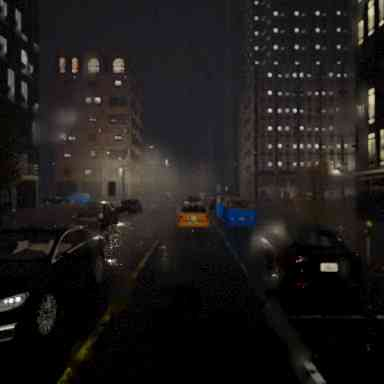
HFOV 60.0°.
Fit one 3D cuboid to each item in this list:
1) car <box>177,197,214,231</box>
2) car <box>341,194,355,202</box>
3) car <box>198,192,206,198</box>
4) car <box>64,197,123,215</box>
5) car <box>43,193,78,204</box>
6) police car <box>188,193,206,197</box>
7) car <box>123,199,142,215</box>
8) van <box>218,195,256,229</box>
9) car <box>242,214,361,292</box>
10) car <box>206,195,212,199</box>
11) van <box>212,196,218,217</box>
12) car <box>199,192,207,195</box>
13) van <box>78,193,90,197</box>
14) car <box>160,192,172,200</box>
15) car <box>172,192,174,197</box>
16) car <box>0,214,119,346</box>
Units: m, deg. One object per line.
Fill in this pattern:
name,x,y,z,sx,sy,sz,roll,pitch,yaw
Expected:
car,0.094,1.308,19.374,1.801,1.575,5.366,0,0,0
car,27.947,0.949,57.220,4.313,1.339,1.947,0,0,1
car,2.671,0.831,85.897,1.887,1.381,4.507,1,1,0
car,-5.686,1.289,19.778,1.967,1.590,4.097,1,0,0
car,-19.860,1.229,49.426,4.403,1.369,2.008,0,0,1
police car,0.091,1.220,36.424,2.038,1.542,4.974,0,1,0
car,-5.691,1.326,30.927,1.947,1.339,4.313,1,0,0
van,2.696,1.190,19.769,1.690,1.788,3.998,1,0,0
car,2.696,1.501,8.616,1.947,1.339,4.313,1,0,0
car,2.688,1.259,36.500,1.887,1.381,4.507,1,0,0
van,2.694,1.146,25.346,1.690,1.788,3.998,1,0,0
car,2.673,0.889,80.245,2.008,1.369,4.403,1,1,0
van,-19.755,1.066,57.806,3.998,1.788,1.690,0,0,1
car,-5.704,1.023,68.941,1.802,1.307,4.206,1,1,0
car,-5.703,0.830,74.592,1.967,1.590,4.097,1,1,0
car,-3.103,1.442,6.557,2.128,1.511,4.902,0,0,0
